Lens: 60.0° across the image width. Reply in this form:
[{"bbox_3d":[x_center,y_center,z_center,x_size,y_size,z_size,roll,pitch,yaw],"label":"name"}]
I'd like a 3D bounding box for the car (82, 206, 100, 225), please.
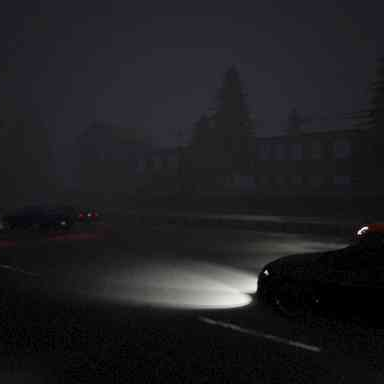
[{"bbox_3d":[-8.747,1.555,23.141,5.357,1.411,2.033,0,0,36],"label":"car"}]

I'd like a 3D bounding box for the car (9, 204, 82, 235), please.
[{"bbox_3d":[-8.746,1.484,18.841,5.008,1.535,1.882,0,0,36],"label":"car"}]

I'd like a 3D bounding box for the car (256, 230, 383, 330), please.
[{"bbox_3d":[3.303,1.565,5.935,4.181,1.385,1.994,0,0,36],"label":"car"}]

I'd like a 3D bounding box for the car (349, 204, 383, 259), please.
[{"bbox_3d":[7.967,1.354,11.205,4.553,1.767,2.097,0,0,36],"label":"car"}]

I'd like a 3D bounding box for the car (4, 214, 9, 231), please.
[{"bbox_3d":[-11.274,1.511,16.345,4.892,1.490,1.837,0,0,36],"label":"car"}]

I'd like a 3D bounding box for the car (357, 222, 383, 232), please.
[{"bbox_3d":[6.721,1.548,7.793,5.357,1.411,2.033,0,0,36],"label":"car"}]
